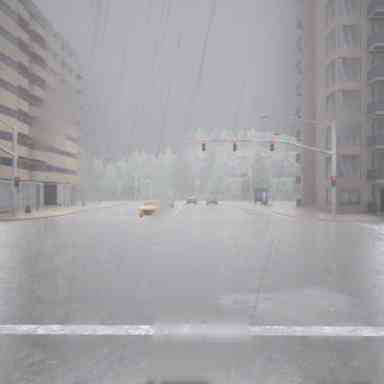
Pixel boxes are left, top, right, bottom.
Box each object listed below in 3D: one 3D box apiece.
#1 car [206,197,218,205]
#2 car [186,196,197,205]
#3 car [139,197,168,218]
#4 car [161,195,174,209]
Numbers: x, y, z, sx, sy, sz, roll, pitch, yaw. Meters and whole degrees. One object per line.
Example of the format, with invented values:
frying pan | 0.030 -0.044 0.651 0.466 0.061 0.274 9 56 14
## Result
car | 3.603 1.547 59.488 2.033 1.411 5.357 0 0 2
car | -0.031 1.526 60.129 1.812 1.442 4.674 0 0 0
car | -3.617 1.478 30.501 1.882 1.535 5.008 0 0 0
car | -3.613 1.351 45.635 2.097 1.767 4.553 0 0 0
